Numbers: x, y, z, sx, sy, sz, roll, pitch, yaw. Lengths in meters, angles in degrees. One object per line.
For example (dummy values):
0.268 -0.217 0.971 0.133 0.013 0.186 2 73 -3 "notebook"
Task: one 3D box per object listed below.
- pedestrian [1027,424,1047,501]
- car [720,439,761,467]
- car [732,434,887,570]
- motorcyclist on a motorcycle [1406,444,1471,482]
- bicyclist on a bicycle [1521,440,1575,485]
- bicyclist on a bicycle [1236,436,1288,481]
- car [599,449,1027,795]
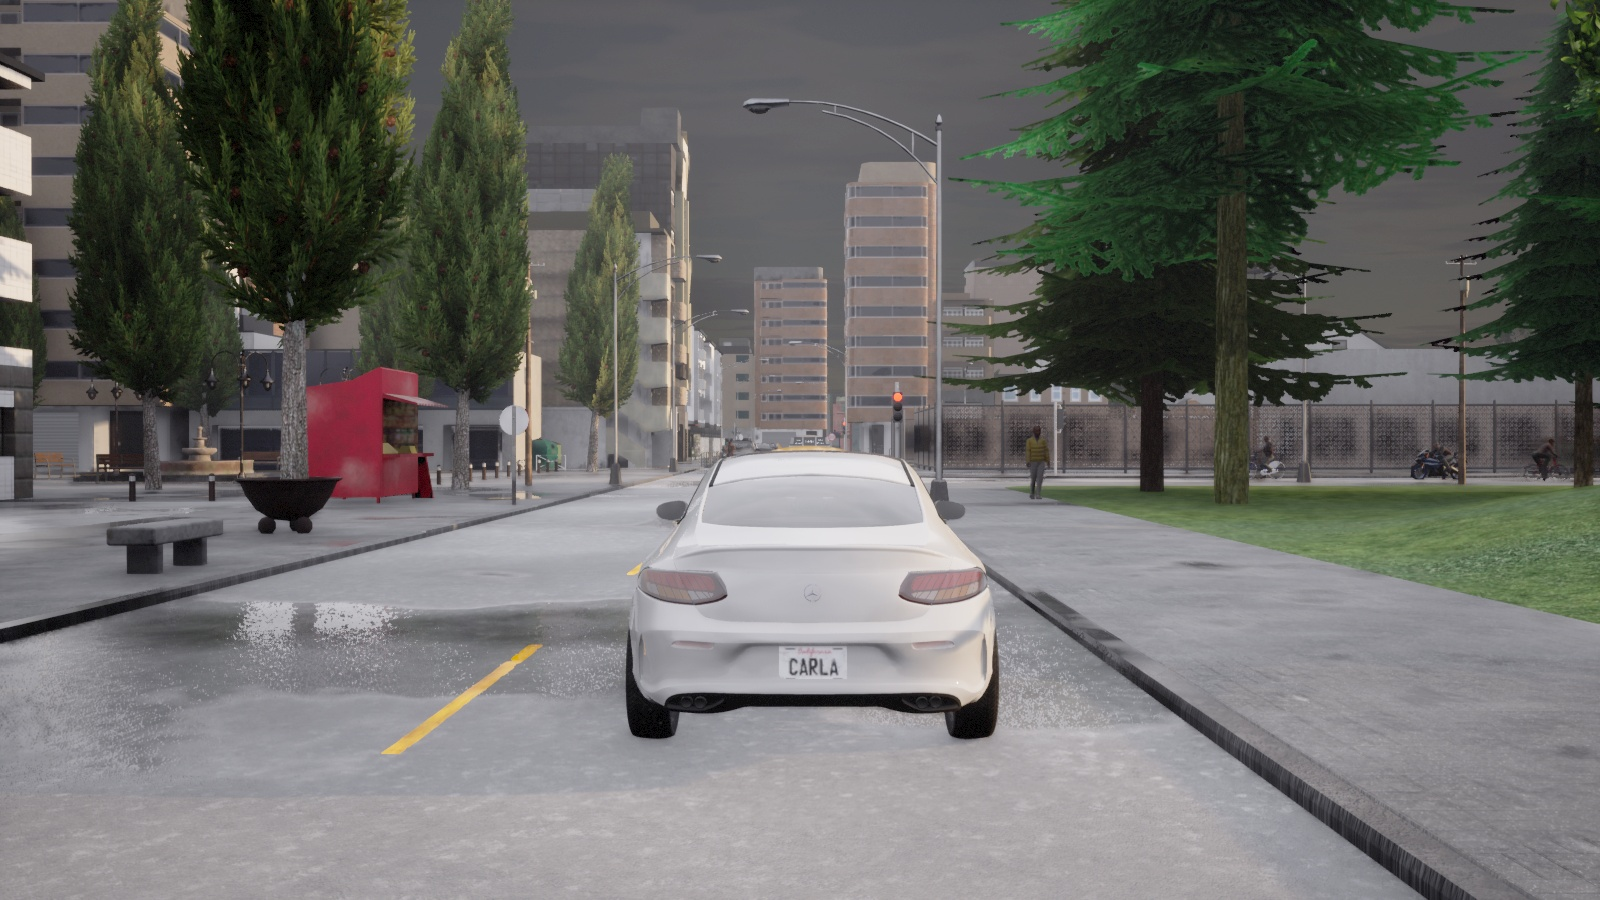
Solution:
5.738 0.289 30.389 0.370 1.835 0.726 0 0 2 "pedestrian"
-3.569 0.163 75.568 2.242 1.667 4.611 0 0 0 "car"
0.130 0.588 17.254 1.801 1.575 5.366 0 0 0 "car"
25.661 0.517 50.500 2.191 1.530 0.866 0 0 0 "motorcyclist on a motorcycle"
27.680 0.459 46.487 1.656 1.620 0.582 1 0 0 "bicyclist on a bicycle"
18.591 0.347 50.540 1.843 1.776 0.659 0 0 0 "bicyclist on a bicycle"
0.067 0.729 7.659 1.812 1.442 4.674 0 0 0 "car"
